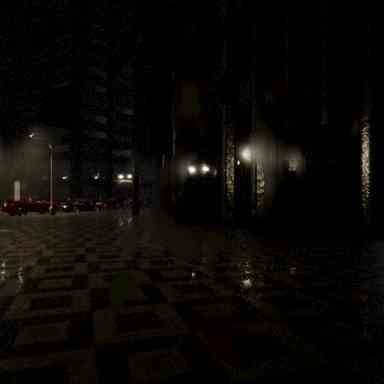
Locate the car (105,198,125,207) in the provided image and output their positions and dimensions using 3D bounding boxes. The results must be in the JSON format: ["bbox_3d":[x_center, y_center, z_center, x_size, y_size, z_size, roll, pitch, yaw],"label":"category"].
[{"bbox_3d":[-12.754,1.574,50.736,1.802,1.307,4.206,0,0,35],"label":"car"}]

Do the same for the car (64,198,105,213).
[{"bbox_3d":[-12.186,1.571,36.589,1.947,1.339,4.313,0,0,35],"label":"car"}]

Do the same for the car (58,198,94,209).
[{"bbox_3d":[-15.967,1.540,46.101,1.887,1.381,4.507,0,0,35],"label":"car"}]

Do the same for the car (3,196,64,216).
[{"bbox_3d":[-15.399,1.323,31.953,2.192,1.841,5.009,0,0,35],"label":"car"}]

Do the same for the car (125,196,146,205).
[{"bbox_3d":[-9.542,1.429,55.371,1.967,1.590,4.097,0,0,35],"label":"car"}]
